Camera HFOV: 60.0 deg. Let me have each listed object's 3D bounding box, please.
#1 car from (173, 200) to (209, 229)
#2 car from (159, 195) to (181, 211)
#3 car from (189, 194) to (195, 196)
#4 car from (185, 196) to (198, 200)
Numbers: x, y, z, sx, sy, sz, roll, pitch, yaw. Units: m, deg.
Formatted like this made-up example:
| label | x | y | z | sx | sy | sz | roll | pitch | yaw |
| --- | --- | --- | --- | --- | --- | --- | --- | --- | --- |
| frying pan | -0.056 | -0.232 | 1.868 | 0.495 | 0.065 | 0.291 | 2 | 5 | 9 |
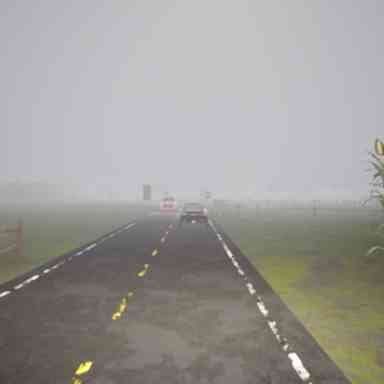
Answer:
| label | x | y | z | sx | sy | sz | roll | pitch | yaw |
| --- | --- | --- | --- | --- | --- | --- | --- | --- | --- |
| car | 0.095 | 1.498 | 21.489 | 2.128 | 1.511 | 4.902 | 0 | 0 | 0 |
| car | -2.751 | 1.361 | 39.907 | 2.097 | 1.767 | 4.553 | 0 | 0 | 0 |
| car | -0.004 | 1.431 | 92.137 | 1.895 | 1.301 | 4.718 | 0 | 0 | 0 |
| car | 0.092 | 1.486 | 35.460 | 1.882 | 1.535 | 5.008 | 0 | 0 | 0 |
